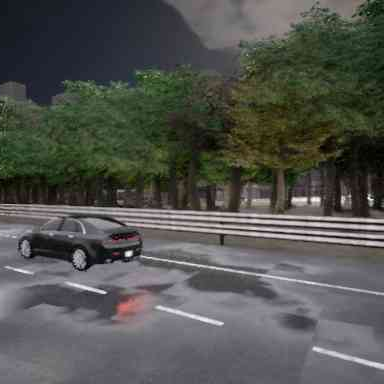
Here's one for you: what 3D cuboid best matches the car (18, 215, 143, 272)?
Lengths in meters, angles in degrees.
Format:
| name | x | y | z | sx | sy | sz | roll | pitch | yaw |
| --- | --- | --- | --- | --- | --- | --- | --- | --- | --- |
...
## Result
| name | x | y | z | sx | sy | sz | roll | pitch | yaw |
| --- | --- | --- | --- | --- | --- | --- | --- | --- | --- |
| car | -3.765 | 1.507 | 10.856 | 4.892 | 1.490 | 1.837 | 0 | 0 | 36 |
